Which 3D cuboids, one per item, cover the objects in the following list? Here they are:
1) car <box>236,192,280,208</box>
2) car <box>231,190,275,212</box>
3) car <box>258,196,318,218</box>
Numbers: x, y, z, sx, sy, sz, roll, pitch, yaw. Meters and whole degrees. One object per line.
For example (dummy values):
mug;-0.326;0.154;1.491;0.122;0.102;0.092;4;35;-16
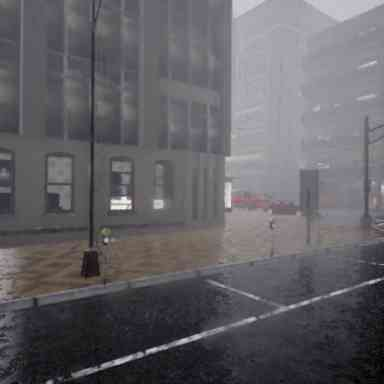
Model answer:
car;7.918;0.925;40.394;2.192;1.841;5.009;2;0;-36
car;5.523;0.838;33.808;2.150;2.045;5.566;1;1;-36
car;7.772;1.253;26.309;1.887;1.381;4.507;2;0;-36
